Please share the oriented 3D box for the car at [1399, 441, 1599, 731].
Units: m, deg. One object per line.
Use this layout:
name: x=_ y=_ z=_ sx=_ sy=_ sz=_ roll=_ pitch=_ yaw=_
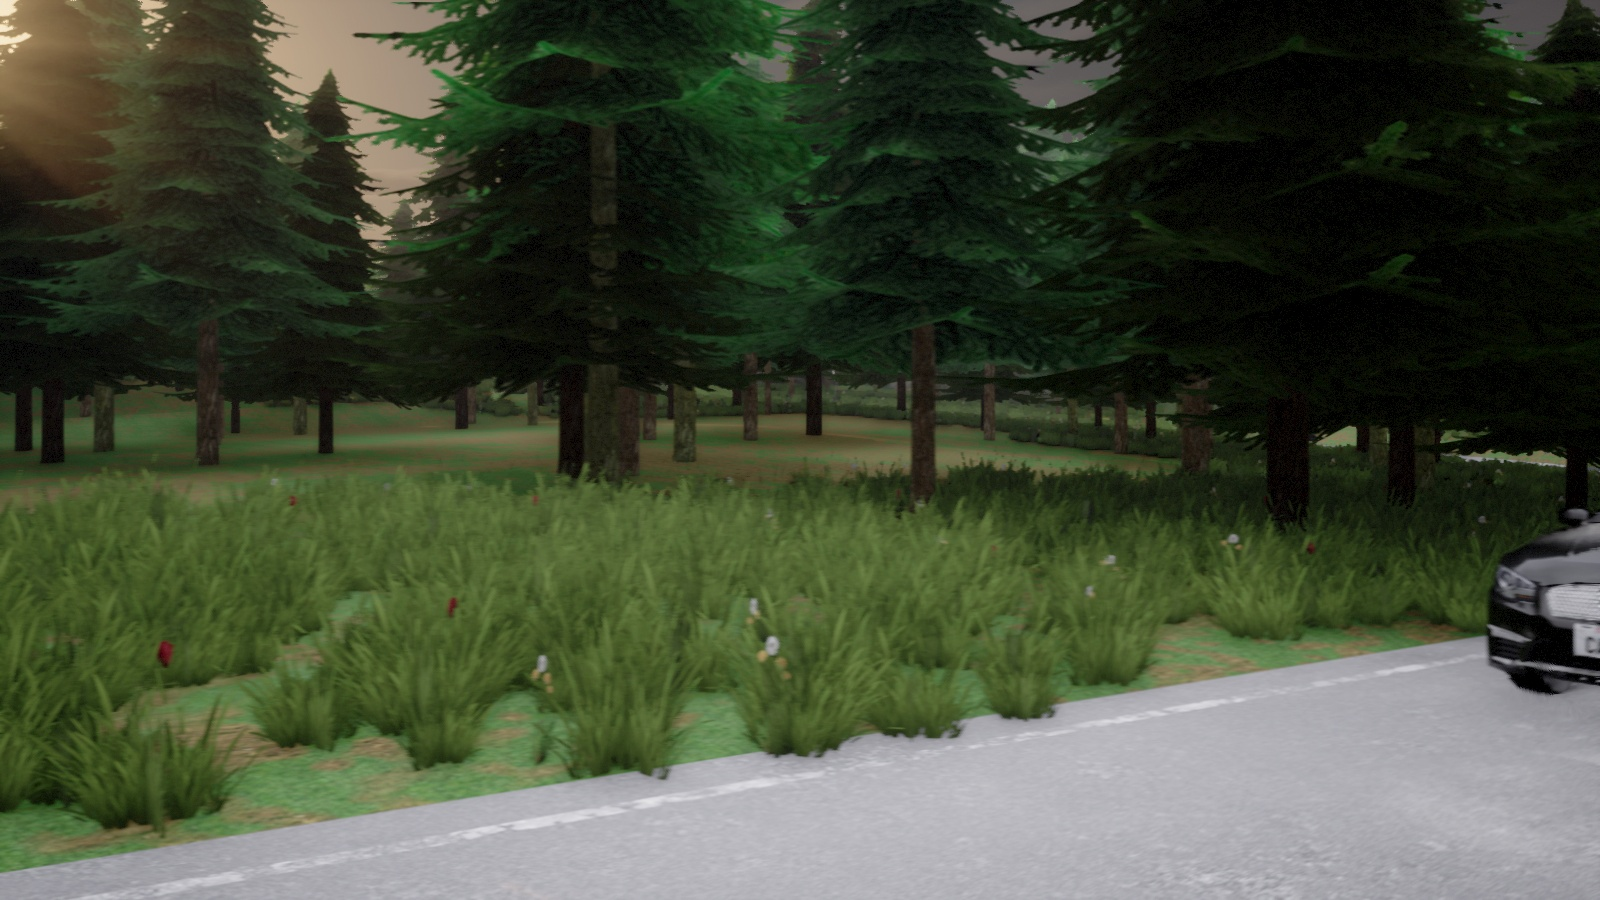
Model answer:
car: x=6.165 y=0.707 z=7.950 sx=4.902 sy=1.511 sz=2.128 roll=0 pitch=0 yaw=-35
